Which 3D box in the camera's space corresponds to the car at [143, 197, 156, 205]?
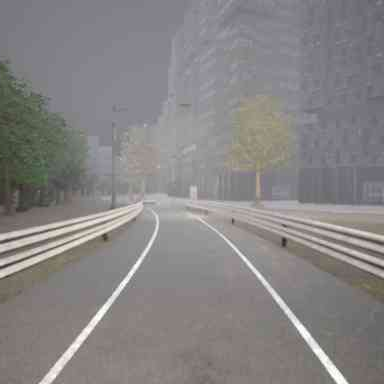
[{"bbox_3d":[-7.720,1.588,58.455,1.895,1.301,4.718,0,0,-19],"label":"car"}]
